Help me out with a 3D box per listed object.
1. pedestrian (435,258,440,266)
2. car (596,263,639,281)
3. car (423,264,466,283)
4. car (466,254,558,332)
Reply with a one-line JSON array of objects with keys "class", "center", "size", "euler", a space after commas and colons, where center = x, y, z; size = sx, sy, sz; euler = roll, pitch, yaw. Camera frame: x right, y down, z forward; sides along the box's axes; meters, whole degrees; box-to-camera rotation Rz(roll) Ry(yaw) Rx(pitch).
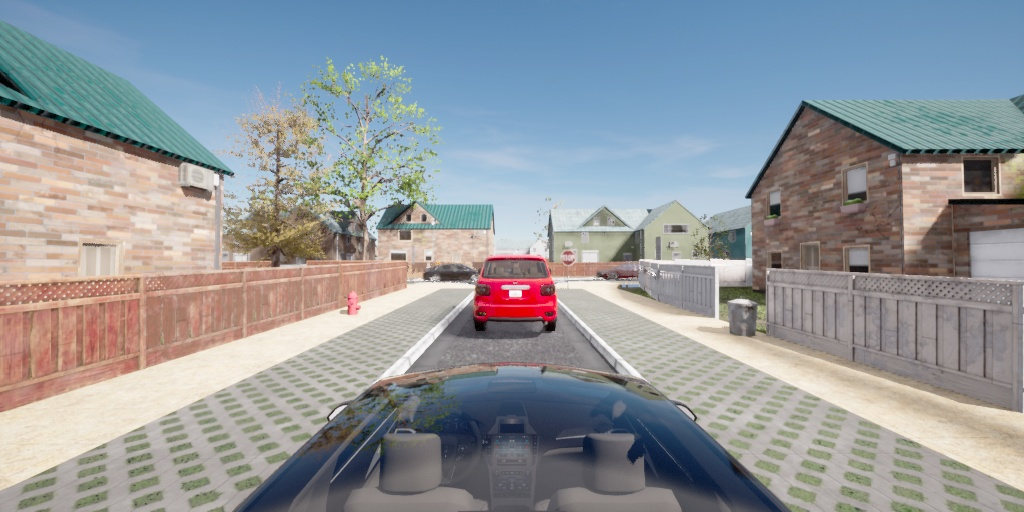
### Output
[{"class": "pedestrian", "center": [-6.753, 1.121, 32.678], "size": [0.375, 1.860, 0.375], "euler": [0, -1, 1]}, {"class": "car", "center": [9.742, 1.301, 29.565], "size": [5.357, 1.411, 2.033], "euler": [-1, -1, 1]}, {"class": "car", "center": [-4.130, 1.309, 26.779], "size": [4.892, 1.490, 1.837], "euler": [-1, -1, 1]}, {"class": "car", "center": [0.085, 0.976, 11.048], "size": [2.150, 2.045, 5.566], "euler": [0, 0, 0]}]
